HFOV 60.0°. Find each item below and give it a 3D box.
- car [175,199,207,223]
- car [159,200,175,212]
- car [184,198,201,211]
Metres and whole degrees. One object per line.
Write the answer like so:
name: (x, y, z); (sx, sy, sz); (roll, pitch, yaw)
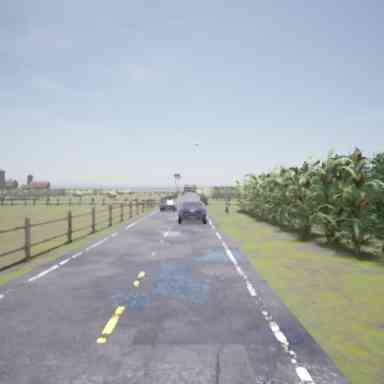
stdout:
car: (0.029, 1.371, 25.633); (2.097, 1.767, 4.553); (0, 0, 0)
car: (-2.762, 1.626, 39.299); (1.895, 1.301, 4.718); (0, 0, 0)
car: (0.080, 1.574, 42.629); (2.033, 1.411, 5.357); (0, 0, 0)
